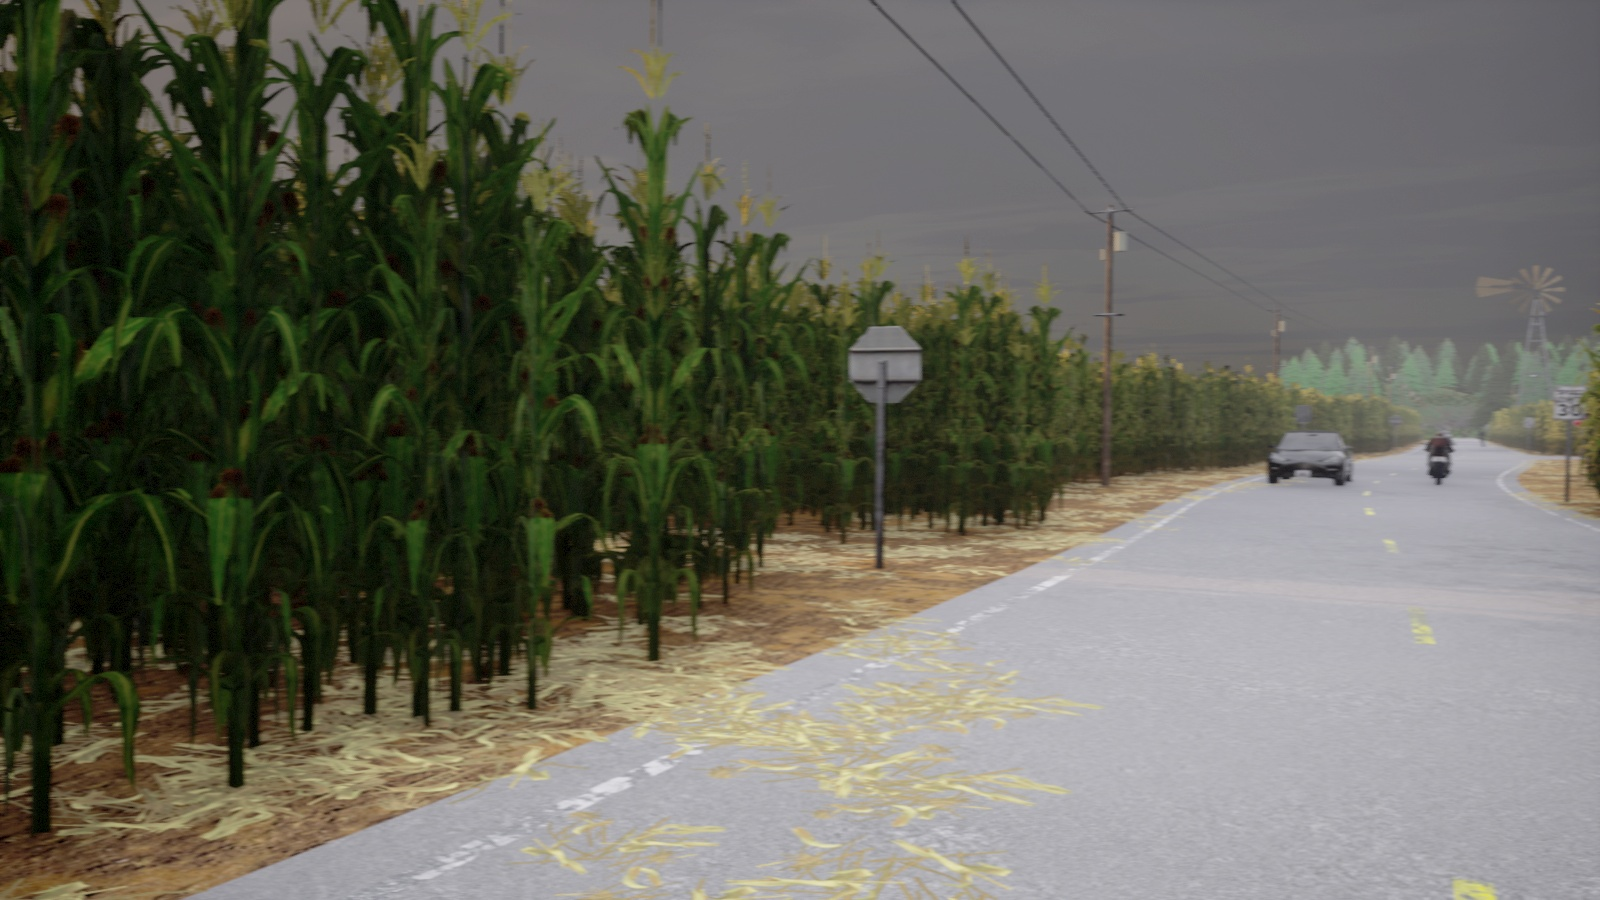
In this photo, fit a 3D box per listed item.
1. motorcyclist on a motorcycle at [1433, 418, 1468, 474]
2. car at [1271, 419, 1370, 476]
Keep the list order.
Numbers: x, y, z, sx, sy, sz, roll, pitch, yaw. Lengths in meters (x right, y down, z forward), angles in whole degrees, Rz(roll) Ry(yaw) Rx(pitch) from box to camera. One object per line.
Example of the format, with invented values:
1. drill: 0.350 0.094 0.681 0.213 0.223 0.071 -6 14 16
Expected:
1. motorcyclist on a motorcycle: 18.554 -0.132 35.813 0.866 1.530 2.191 0 2 28
2. car: 14.705 -0.128 35.339 2.163 1.488 4.792 0 1 28
